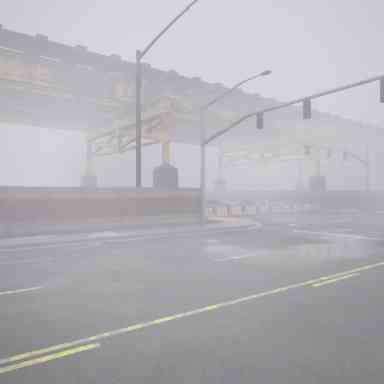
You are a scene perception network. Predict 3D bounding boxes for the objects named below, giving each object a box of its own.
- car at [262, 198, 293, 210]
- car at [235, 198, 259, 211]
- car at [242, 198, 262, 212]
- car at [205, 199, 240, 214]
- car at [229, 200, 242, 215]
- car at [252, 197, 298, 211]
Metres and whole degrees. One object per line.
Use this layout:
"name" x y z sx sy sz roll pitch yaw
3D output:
"car" 9.926 1.295 40.130 4.536 1.218 1.853 0 0 -7
"car" 6.083 1.295 36.427 1.853 1.218 4.536 0 0 18
"car" 6.067 1.453 36.377 2.038 1.542 4.974 0 0 18
"car" 2.270 1.295 33.700 4.536 1.218 1.853 0 0 8
"car" 2.321 1.453 33.693 4.974 1.542 2.038 0 0 8
"car" 9.978 1.453 40.136 4.974 1.542 2.038 0 0 -7
